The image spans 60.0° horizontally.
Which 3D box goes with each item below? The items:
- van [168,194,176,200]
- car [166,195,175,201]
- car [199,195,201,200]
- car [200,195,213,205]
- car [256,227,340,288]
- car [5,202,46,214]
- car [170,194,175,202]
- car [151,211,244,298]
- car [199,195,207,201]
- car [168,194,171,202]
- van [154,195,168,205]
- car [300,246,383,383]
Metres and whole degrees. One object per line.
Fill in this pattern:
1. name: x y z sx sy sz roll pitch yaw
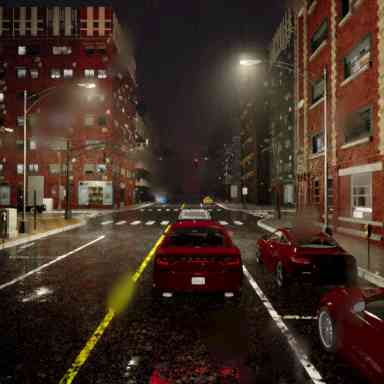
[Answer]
1. van: -5.521 1.375 92.126 1.690 1.788 3.998 1 0 0
2. car: -5.533 1.581 86.474 2.008 1.369 4.403 1 0 0
3. car: 2.837 1.572 80.770 1.887 1.381 4.507 1 0 0
4. car: 2.799 1.543 58.329 1.752 1.417 4.829 1 0 0
5. car: 2.852 1.584 8.906 1.802 1.307 4.206 1 0 0
6. car: -18.648 1.729 37.324 4.313 1.339 1.947 0 -1 0
7. car: -5.553 1.607 75.169 1.802 1.307 4.206 1 0 0
8. car: 0.112 1.480 8.588 1.882 1.535 5.008 0 0 0
9. car: 2.846 1.596 86.421 1.947 1.339 4.313 1 0 0
10. car: -5.572 1.602 63.865 1.802 1.307 4.206 1 0 0
11. van: -5.578 1.359 58.213 1.690 1.788 3.998 1 0 0
12. car: 2.673 1.583 3.250 1.802 1.307 4.206 1 0 0
